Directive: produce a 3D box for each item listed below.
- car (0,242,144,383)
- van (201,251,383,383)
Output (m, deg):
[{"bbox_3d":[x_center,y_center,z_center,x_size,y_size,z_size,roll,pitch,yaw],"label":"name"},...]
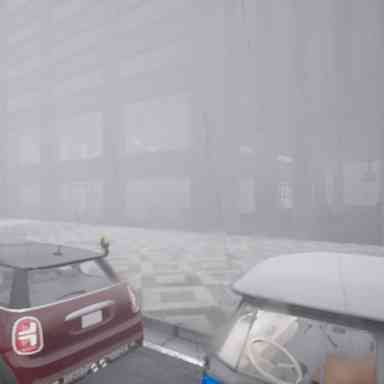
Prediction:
[{"bbox_3d":[-2.713,1.476,4.894,4.097,1.590,1.967,-1,0,35],"label":"car"},{"bbox_3d":[1.856,1.336,1.641,3.998,1.788,1.690,-1,0,35],"label":"van"}]
